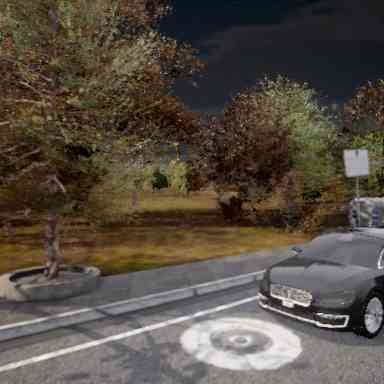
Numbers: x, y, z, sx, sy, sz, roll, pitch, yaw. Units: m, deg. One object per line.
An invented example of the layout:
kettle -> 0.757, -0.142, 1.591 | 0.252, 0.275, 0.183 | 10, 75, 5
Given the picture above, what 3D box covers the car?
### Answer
car -> 3.398, 1.521, 6.757 | 4.892, 1.490, 1.837 | 0, 0, -39
